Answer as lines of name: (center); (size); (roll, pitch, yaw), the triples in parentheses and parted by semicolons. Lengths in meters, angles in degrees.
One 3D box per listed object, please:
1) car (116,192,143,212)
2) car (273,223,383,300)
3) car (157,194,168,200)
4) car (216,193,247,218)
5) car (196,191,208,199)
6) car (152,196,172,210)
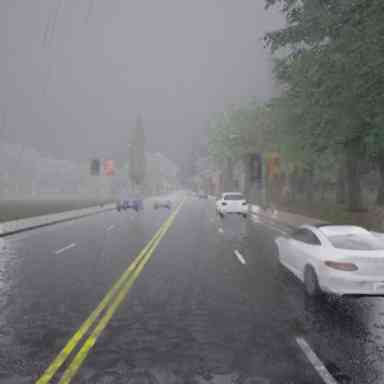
car: (-6.670, 1.036, 36.297); (2.150, 2.045, 5.566); (0, 0, 0)
car: (3.342, 1.483, 8.163); (1.812, 1.442, 4.674); (0, 0, 0)
car: (-6.816, 1.092, 77.167); (2.033, 1.411, 5.357); (0, 0, 0)
car: (3.303, 1.075, 28.513); (2.150, 2.045, 5.566); (0, 0, 0)
car: (2.877, 0.958, 83.970); (2.097, 1.767, 4.553); (0, 0, 0)
car: (-3.422, 1.328, 38.692); (1.812, 1.442, 4.674); (0, 0, 0)
